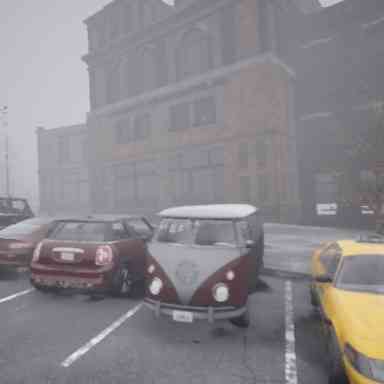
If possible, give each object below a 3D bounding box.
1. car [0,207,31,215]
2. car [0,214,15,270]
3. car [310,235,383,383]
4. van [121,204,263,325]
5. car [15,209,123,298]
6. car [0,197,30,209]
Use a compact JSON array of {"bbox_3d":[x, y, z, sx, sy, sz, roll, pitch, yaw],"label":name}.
[{"bbox_3d":[-6.795,1.512,12.337,2.163,1.488,4.792,0,-1,16],"label":"car"},{"bbox_3d":[-4.372,1.516,10.558,2.002,1.452,4.674,0,-1,16],"label":"car"},{"bbox_3d":[2.888,1.491,5.157,1.946,1.575,5.366,1,0,16],"label":"car"},{"bbox_3d":[0.473,1.255,6.964,1.878,1.987,4.442,1,-1,16],"label":"van"},{"bbox_3d":[-1.948,1.351,8.790,2.185,1.767,4.553,0,-1,16],"label":"car"},{"bbox_3d":[-9.227,1.243,14.031,2.435,2.045,5.566,0,-1,16],"label":"car"}]
